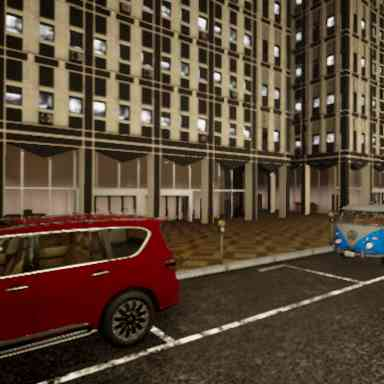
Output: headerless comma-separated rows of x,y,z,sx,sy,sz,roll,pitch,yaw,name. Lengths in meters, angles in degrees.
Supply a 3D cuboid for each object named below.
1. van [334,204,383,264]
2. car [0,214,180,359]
6.400,1.309,11.106,3.998,1.788,1.690,0,1,-35,van
-2.518,1.313,4.752,5.009,1.841,2.192,0,1,-35,car
